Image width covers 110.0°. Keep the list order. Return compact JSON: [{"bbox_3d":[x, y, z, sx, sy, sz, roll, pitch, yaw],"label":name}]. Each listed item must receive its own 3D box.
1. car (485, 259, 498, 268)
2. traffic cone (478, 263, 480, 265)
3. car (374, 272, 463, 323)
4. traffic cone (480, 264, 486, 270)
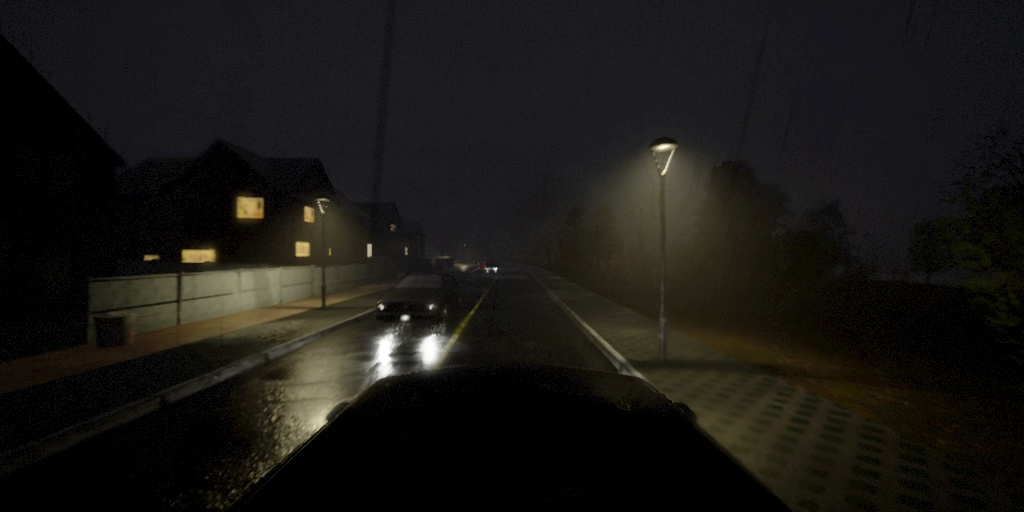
[{"bbox_3d":[-3.182,1.108,55.419,1.994,1.385,4.181,0,0,-4],"label":"car"},{"bbox_3d":[-5.443,1.252,62.095,0.340,0.580,0.340,0,0,12],"label":"traffic cone"},{"bbox_3d":[-2.852,1.259,12.233,2.033,1.411,5.357,0,0,0],"label":"car"},{"bbox_3d":[-3.851,1.539,47.570,0.340,0.580,0.340,0,0,0],"label":"traffic cone"}]
